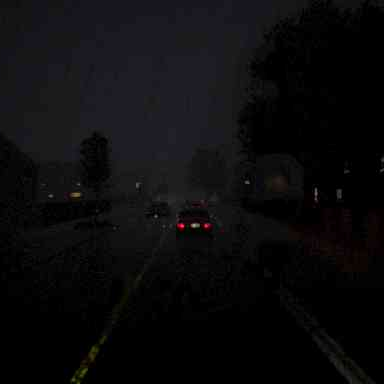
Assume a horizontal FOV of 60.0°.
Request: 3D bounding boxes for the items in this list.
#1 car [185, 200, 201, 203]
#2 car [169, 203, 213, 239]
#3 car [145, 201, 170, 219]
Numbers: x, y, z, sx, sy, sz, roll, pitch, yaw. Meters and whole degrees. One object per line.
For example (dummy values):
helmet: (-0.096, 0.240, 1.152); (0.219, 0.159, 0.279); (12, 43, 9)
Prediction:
car: (0.091, 1.465, 30.585); (2.128, 1.511, 4.902); (0, 0, 0)
car: (0.099, 1.527, 17.268); (2.033, 1.411, 5.357); (0, 0, 0)
car: (-2.840, 1.522, 28.892); (2.033, 1.411, 5.357); (0, 0, 0)
